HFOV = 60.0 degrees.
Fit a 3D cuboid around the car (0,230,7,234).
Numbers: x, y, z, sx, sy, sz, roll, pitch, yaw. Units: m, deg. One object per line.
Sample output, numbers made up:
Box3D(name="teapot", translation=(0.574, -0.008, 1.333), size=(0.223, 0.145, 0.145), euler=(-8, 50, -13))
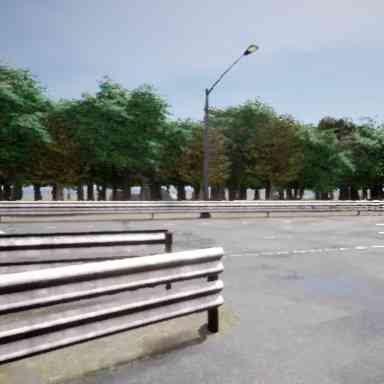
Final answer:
Box3D(name="car", translation=(-8.017, 1.338, 9.698), size=(4.674, 1.442, 1.812), euler=(1, 0, -20))
